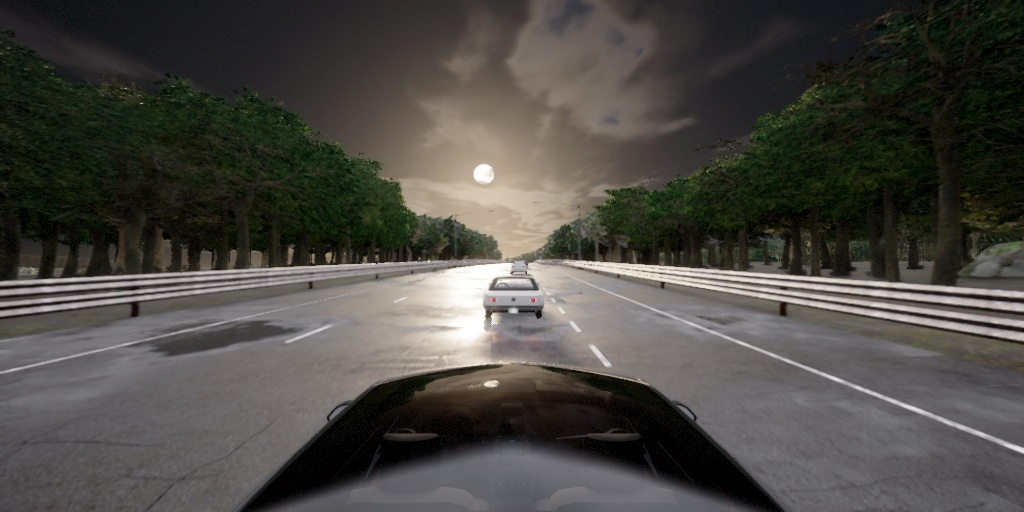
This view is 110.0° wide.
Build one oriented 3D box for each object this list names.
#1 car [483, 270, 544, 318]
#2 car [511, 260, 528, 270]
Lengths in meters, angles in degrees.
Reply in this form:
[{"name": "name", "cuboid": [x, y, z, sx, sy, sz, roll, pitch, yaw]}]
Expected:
[{"name": "car", "cuboid": [0.075, 1.360, 13.030, 1.895, 1.301, 4.718, 0, 0, 1]}, {"name": "car", "cuboid": [0.861, 1.356, 41.959, 1.812, 1.442, 4.674, 0, 0, 2]}]
